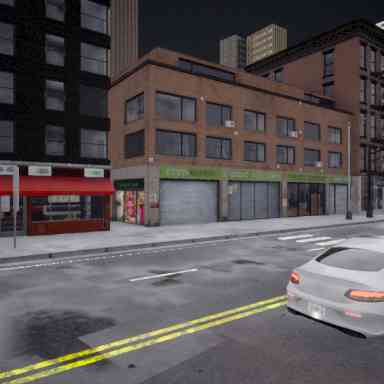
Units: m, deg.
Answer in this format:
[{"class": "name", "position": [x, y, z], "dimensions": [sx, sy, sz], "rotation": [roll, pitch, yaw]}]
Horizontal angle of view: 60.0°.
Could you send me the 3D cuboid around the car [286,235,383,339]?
[{"class": "car", "position": [3.719, 1.526, 6.094], "dimensions": [4.674, 1.442, 1.812], "rotation": [0, 0, -34]}]
